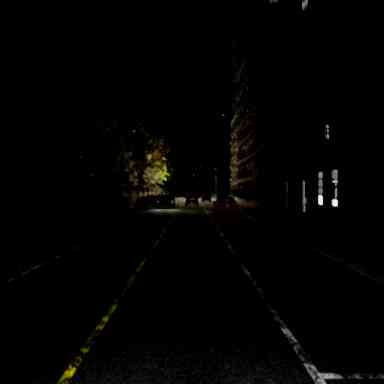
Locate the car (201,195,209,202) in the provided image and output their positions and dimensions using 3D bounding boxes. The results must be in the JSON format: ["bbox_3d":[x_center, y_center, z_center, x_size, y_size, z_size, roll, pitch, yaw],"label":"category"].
[{"bbox_3d":[2.639,1.157,62.076,2.008,1.369,4.403,0,0,0],"label":"car"}]

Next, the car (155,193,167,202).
[{"bbox_3d":[-5.741,1.046,62.067,1.967,1.590,4.097,0,0,0],"label":"car"}]

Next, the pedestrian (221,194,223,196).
[{"bbox_3d":[2.972,1.078,32.982,0.375,1.860,0.375,0,0,-5],"label":"pedestrian"}]

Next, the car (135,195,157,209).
[{"bbox_3d":[-5.722,1.306,39.913,1.947,1.339,4.313,0,0,0],"label":"car"}]

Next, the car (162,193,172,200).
[{"bbox_3d":[-5.884,1.054,78.682,1.887,1.381,4.507,0,0,0],"label":"car"}]

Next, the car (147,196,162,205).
[{"bbox_3d":[-5.731,1.254,50.990,1.802,1.307,4.206,0,0,0],"label":"car"}]

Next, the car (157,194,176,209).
[{"bbox_3d":[-3.126,1.086,40.820,2.097,1.767,4.553,0,0,0],"label":"car"}]

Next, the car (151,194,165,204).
[{"bbox_3d":[-5.736,1.165,56.358,1.752,1.417,4.829,0,0,0],"label":"car"}]

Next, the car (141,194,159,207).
[{"bbox_3d":[-5.726,1.146,45.450,1.967,1.590,4.097,0,0,0],"label":"car"}]

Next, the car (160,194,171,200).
[{"bbox_3d":[-5.828,1.092,73.142,2.008,1.369,4.403,0,0,0],"label":"car"}]

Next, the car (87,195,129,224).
[{"bbox_3d":[-5.707,1.161,23.295,2.192,1.841,5.009,0,0,0],"label":"car"}]

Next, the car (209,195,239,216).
[{"bbox_3d":[2.974,1.153,30.172,2.097,1.767,4.553,0,0,0],"label":"car"}]

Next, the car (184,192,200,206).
[{"bbox_3d":[0.003,1.200,47.507,1.837,1.490,4.892,0,1,0],"label":"car"}]
